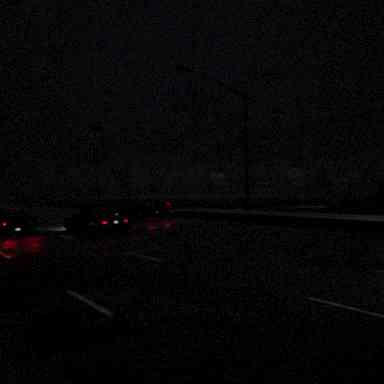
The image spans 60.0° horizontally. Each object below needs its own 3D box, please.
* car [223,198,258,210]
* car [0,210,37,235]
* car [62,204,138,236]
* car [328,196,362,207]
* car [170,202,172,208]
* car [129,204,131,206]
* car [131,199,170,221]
[{"bbox_3d":[5.876,1.476,40.691,4.181,1.385,1.994,-1,0,-10],"label":"car"},{"bbox_3d":[-10.726,1.721,19.431,1.895,1.301,4.718,-1,0,-41],"label":"car"},{"bbox_3d":[-5.533,1.605,18.820,2.033,1.411,5.357,-1,0,-41],"label":"car"},{"bbox_3d":[20.458,1.261,44.511,4.674,1.442,1.812,0,0,-16],"label":"car"},{"bbox_3d":[-4.805,1.568,40.297,4.674,1.442,1.812,-1,0,5],"label":"car"},{"bbox_3d":[-6.830,1.635,25.601,1.994,1.385,4.181,-1,0,-41],"label":"car"},{"bbox_3d":[-4.346,1.518,28.076,1.882,1.535,5.008,-1,-1,-41],"label":"car"}]
